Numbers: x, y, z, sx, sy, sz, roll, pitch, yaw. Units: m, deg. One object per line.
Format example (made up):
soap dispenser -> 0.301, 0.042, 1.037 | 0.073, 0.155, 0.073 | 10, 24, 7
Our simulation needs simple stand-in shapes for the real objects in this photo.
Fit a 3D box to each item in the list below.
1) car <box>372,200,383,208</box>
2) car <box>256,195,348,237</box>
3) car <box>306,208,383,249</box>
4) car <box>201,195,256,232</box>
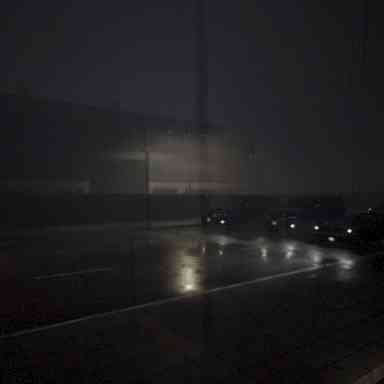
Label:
car -> 14.608, 1.334, 24.131 | 4.553, 1.767, 2.097 | 0, 0, -35
car -> 6.375, 1.213, 18.242 | 5.566, 2.045, 2.150 | 0, 0, -35
car -> 7.444, 1.591, 14.718 | 4.718, 1.301, 1.895 | 0, 0, -35
car -> 3.204, 1.216, 20.294 | 5.566, 2.045, 2.150 | 1, 0, -35
